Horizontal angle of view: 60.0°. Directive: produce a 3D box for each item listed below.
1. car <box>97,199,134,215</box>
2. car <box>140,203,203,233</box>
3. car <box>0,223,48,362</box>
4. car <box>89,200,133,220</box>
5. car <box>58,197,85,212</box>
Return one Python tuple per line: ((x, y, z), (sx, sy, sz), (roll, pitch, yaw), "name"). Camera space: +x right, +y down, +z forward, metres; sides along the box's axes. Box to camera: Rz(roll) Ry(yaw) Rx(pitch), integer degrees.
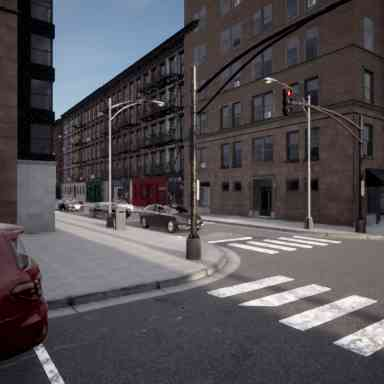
((-7.769, 1.465, 33.477), (1.895, 1.301, 4.718), (0, 0, -35), "car")
((-1.321, 1.438, 19.346), (1.837, 1.490, 4.892), (0, 0, -37), "car")
((-4.107, 1.315, 3.262), (5.009, 1.841, 2.192), (0, 0, -35), "car")
((-6.662, 1.492, 26.841), (1.895, 1.301, 4.718), (0, 0, -35), "car")
((-13.043, 1.333, 35.807), (2.128, 1.511, 4.902), (0, 0, -35), "car")
